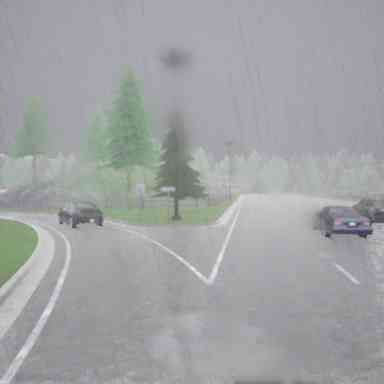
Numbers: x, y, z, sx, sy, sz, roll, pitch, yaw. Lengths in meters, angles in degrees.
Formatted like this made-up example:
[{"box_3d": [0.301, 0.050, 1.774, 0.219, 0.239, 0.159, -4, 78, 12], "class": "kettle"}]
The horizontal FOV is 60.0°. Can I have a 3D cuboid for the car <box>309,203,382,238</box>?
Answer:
[{"box_3d": [7.278, 1.415, 16.730, 2.033, 1.411, 5.357, 0, 0, 9], "class": "car"}]

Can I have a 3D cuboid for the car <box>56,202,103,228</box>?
[{"box_3d": [-7.294, 1.427, 21.466, 1.837, 1.490, 4.892, 0, 0, -36], "class": "car"}]

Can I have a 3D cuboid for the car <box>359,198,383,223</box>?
[{"box_3d": [11.558, 1.171, 21.191, 2.097, 1.767, 4.553, 0, 0, 9], "class": "car"}]
